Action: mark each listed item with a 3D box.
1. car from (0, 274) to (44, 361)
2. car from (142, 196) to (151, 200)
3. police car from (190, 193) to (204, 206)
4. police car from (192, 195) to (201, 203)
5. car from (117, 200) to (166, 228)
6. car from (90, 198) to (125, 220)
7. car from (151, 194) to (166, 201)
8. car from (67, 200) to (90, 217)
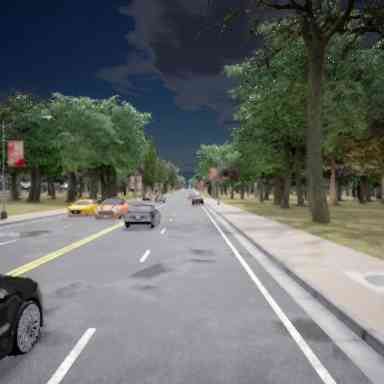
[{"bbox_3d":[-3.152,1.485,3.126,2.128,1.511,4.902,0,0,0],"label":"car"},{"bbox_3d":[-9.761,1.535,72.526,1.895,1.301,4.718,0,0,0],"label":"car"},{"bbox_3d":[0.967,1.376,54.772,1.930,1.638,5.238,0,0,0],"label":"police car"},{"bbox_3d":[0.965,1.373,70.773,1.930,1.638,5.238,0,0,0],"label":"police car"},{"bbox_3d":[-3.152,1.518,21.870,2.033,1.411,5.357,0,0,0],"label":"car"},{"bbox_3d":[-6.601,1.318,27.736,2.097,1.767,4.553,0,0,0],"label":"car"},{"bbox_3d":[-6.511,1.292,68.181,2.097,1.767,4.553,0,0,0],"label":"car"},{"bbox_3d":[-9.850,1.442,30.662,1.882,1.535,5.008,0,0,0],"label":"car"}]
